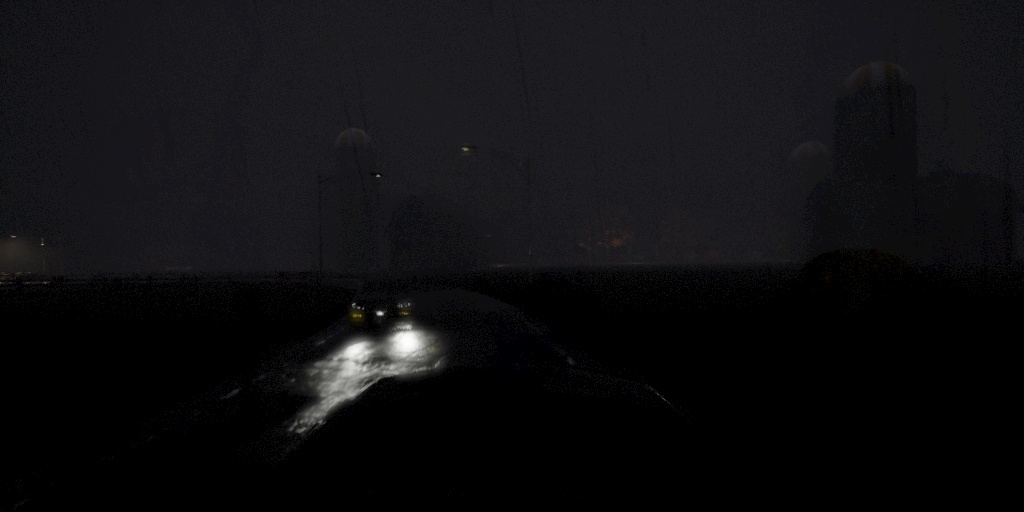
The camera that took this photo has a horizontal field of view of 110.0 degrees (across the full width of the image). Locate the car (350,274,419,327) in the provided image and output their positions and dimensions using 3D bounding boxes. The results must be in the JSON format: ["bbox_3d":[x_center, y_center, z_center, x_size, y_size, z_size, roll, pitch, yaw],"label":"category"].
[{"bbox_3d":[-4.327,1.422,12.515,1.837,1.490,4.892,0,-1,-14],"label":"car"}]

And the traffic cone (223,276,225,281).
[{"bbox_3d":[-37.560,2.936,46.736,0.340,0.580,0.340,0,0,17],"label":"traffic cone"}]

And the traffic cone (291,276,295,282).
[{"bbox_3d":[-24.739,2.597,40.622,0.340,0.580,0.340,0,0,34],"label":"traffic cone"}]

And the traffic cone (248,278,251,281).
[{"bbox_3d":[-33.090,2.823,45.129,0.340,0.580,0.340,0,0,23],"label":"traffic cone"}]

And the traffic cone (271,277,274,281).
[{"bbox_3d":[-28.802,2.710,43.085,0.340,0.580,0.340,0,0,28],"label":"traffic cone"}]
